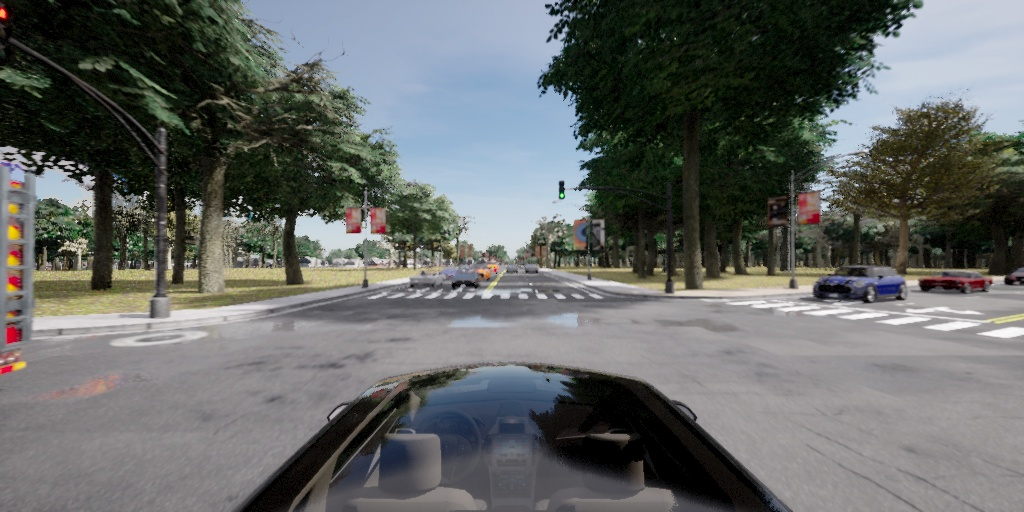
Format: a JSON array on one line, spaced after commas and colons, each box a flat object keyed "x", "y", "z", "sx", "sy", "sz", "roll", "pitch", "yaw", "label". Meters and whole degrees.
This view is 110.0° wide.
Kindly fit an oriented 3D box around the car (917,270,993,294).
[{"x": 27.097, "y": 1.553, "z": 21.944, "sx": 4.718, "sy": 1.301, "sz": 1.895, "roll": 0, "pitch": -1, "yaw": -23, "label": "car"}]

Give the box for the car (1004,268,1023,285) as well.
[{"x": 39.923, "y": 1.567, "z": 27.453, "sx": 4.181, "sy": 1.385, "sz": 1.994, "roll": 0, "pitch": -1, "yaw": -23, "label": "car"}]

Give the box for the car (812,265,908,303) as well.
[{"x": 17.050, "y": 1.264, "z": 17.623, "sx": 4.553, "sy": 1.767, "sz": 2.097, "roll": 0, "pitch": -1, "yaw": -23, "label": "car"}]

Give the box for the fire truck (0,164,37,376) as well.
[{"x": -10.365, "y": 0.103, "z": 2.401, "sx": 8.468, "sy": 3.827, "sz": 2.891, "roll": 0, "pitch": -1, "yaw": -23, "label": "fire truck"}]

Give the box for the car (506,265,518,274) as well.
[{"x": 0.019, "y": 2.192, "z": 58.815, "sx": 1.994, "sy": 1.385, "sz": 4.181, "roll": 0, "pitch": -1, "yaw": 0, "label": "car"}]

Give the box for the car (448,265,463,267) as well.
[{"x": -6.564, "y": 1.827, "z": 38.369, "sx": 1.812, "sy": 1.442, "sz": 4.674, "roll": 0, "pitch": -1, "yaw": 0, "label": "car"}]

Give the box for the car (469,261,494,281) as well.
[{"x": -3.321, "y": 1.645, "z": 37.701, "sx": 2.097, "sy": 1.767, "sz": 4.553, "roll": 0, "pitch": -1, "yaw": 0, "label": "car"}]

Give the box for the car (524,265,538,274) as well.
[{"x": 3.269, "y": 2.193, "z": 58.848, "sx": 1.994, "sy": 1.385, "sz": 4.181, "roll": 0, "pitch": -1, "yaw": 0, "label": "car"}]

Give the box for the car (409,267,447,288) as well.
[{"x": -6.572, "y": 1.747, "z": 28.103, "sx": 1.895, "sy": 1.301, "sz": 4.718, "roll": 0, "pitch": -1, "yaw": 0, "label": "car"}]

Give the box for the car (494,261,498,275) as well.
[{"x": -3.294, "y": 1.798, "z": 55.594, "sx": 2.150, "sy": 2.045, "sz": 5.566, "roll": 0, "pitch": -1, "yaw": 1, "label": "car"}]

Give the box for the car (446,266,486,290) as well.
[{"x": -3.311, "y": 1.674, "z": 26.816, "sx": 2.033, "sy": 1.411, "sz": 5.357, "roll": 0, "pitch": -1, "yaw": 0, "label": "car"}]
